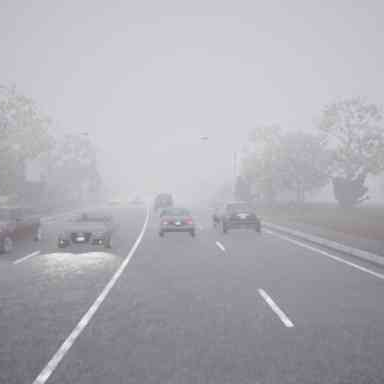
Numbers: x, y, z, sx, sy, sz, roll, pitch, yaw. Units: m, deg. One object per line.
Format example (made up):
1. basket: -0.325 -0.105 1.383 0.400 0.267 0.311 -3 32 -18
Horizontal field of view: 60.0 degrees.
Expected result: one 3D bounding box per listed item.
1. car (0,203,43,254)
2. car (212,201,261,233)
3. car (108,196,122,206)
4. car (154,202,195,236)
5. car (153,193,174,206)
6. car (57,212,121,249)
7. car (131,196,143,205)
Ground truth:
1. car: -7.726 1.354 13.276 2.097 1.767 4.553 0 0 -4
2. car: 2.478 1.329 19.494 2.097 1.767 4.553 0 0 -5
3. car: -12.523 1.445 54.150 1.882 1.535 5.008 0 0 -7
4. car: -0.891 1.531 18.317 2.033 1.411 5.357 0 0 -5
5. car: -3.399 1.189 39.824 2.150 2.045 5.566 0 0 -7
6. car: -4.302 1.558 14.419 1.994 1.385 4.181 0 0 -4
7. car: -9.291 1.465 56.471 1.837 1.490 4.892 0 0 -7
